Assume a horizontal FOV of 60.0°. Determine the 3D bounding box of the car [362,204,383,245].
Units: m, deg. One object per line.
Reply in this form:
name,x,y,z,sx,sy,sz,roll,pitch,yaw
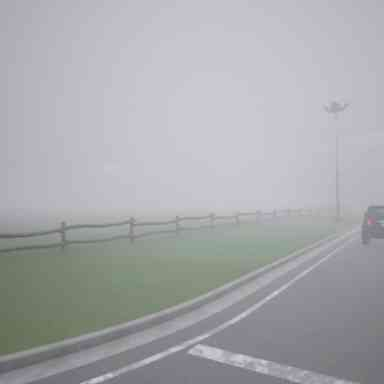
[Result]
car,10.497,1.663,17.711,2.150,2.045,5.566,-1,-2,34
